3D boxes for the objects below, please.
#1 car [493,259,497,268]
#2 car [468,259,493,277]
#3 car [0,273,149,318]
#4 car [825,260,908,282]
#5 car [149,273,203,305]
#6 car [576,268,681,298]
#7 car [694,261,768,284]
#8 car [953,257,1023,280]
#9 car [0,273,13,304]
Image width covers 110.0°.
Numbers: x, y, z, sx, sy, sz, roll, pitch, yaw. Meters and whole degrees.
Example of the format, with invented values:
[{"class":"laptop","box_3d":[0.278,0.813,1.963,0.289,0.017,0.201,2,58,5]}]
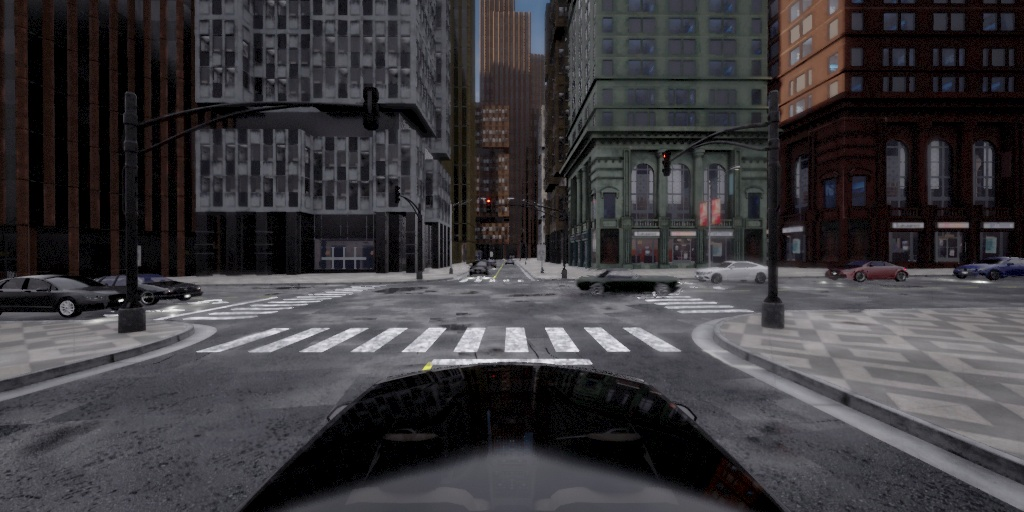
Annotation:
[{"class":"car","box_3d":[-3.410,1.242,57.629,2.033,1.411,5.357,0,0,0]},{"class":"car","box_3d":[-3.234,1.236,35.967,1.837,1.490,4.892,0,0,0]},{"class":"car","box_3d":[-17.420,1.492,13.733,4.892,1.490,1.837,-1,0,0]},{"class":"car","box_3d":[23.422,0.961,23.793,4.181,1.385,1.994,-1,0,0]},{"class":"car","box_3d":[-17.863,1.524,17.039,5.357,1.411,2.033,-1,0,5]},{"class":"car","box_3d":[5.608,1.267,17.536,4.718,1.301,1.895,-1,0,18]},{"class":"car","box_3d":[14.600,1.036,23.770,4.674,1.442,1.812,-1,0,-1]},{"class":"car","box_3d":[32.382,0.809,23.814,4.674,1.442,1.812,-1,0,-1]},{"class":"car","box_3d":[-27.349,1.610,16.958,4.892,1.490,1.837,-1,0,0]}]
